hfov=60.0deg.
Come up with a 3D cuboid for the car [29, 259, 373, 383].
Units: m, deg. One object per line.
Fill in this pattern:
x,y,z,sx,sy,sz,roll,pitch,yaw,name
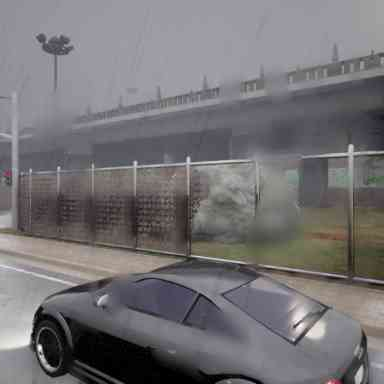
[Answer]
-0.155,1.564,4.101,4.181,1.385,1.994,0,0,36,car
